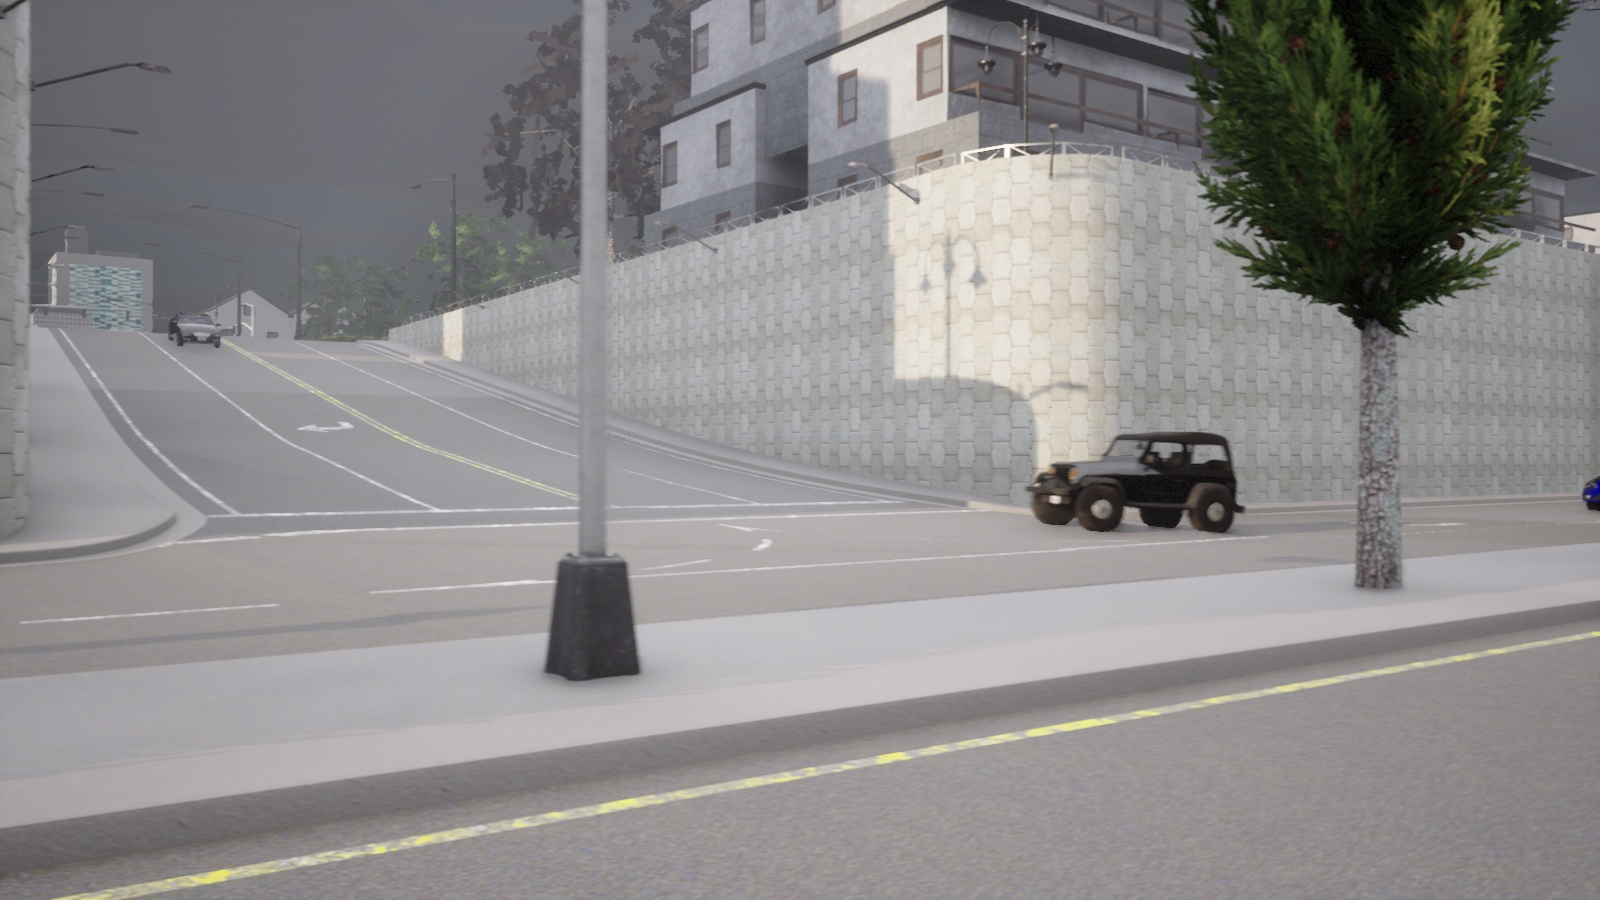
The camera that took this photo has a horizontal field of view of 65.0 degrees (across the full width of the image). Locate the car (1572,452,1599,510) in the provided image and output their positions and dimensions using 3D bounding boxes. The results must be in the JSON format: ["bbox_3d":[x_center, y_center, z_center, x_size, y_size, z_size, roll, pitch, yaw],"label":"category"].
[{"bbox_3d":[22.437,0.793,33.290,4.193,1.474,1.816,0,0,-35],"label":"car"}]

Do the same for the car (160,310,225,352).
[{"bbox_3d":[-29.168,-5.719,60.231,2.128,1.511,4.902,0,9,-34],"label":"car"}]

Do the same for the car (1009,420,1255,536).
[{"bbox_3d":[6.068,0.507,23.054,3.866,1.878,1.905,3,0,-17],"label":"car"}]
